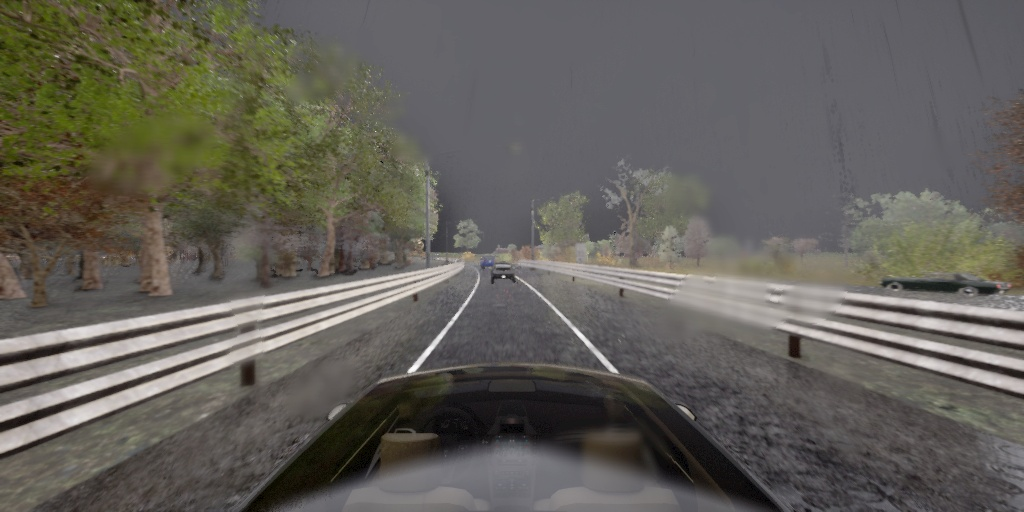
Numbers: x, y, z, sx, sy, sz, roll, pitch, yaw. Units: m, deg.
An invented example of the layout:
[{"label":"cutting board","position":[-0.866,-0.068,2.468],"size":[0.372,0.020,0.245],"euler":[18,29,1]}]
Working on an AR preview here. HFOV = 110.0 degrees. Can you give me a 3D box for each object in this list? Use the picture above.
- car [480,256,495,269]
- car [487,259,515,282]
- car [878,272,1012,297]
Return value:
[{"label":"car","position":[-3.715,0.955,55.734],"size":[2.150,2.045,5.566],"euler":[0,0,-9]},{"label":"car","position":[-0.803,1.251,28.546],"size":[1.837,1.490,4.892],"euler":[0,0,-4]},{"label":"car","position":[24.668,1.590,20.731],"size":[1.895,1.301,4.718],"euler":[0,0,-22]}]
